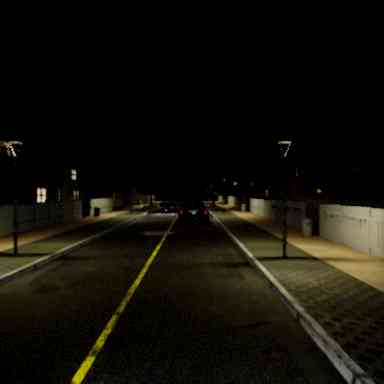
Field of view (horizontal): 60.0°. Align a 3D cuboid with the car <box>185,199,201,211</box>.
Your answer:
[{"bbox_3d":[0.118,1.592,42.900,1.994,1.385,4.181,0,0,0],"label":"car"}]

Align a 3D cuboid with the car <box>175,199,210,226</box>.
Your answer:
[{"bbox_3d":[0.110,1.363,23.481,2.097,1.767,4.553,0,0,0],"label":"car"}]

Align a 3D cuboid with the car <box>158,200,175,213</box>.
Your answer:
[{"bbox_3d":[-2.734,1.570,37.763,2.033,1.411,5.357,0,0,0],"label":"car"}]
